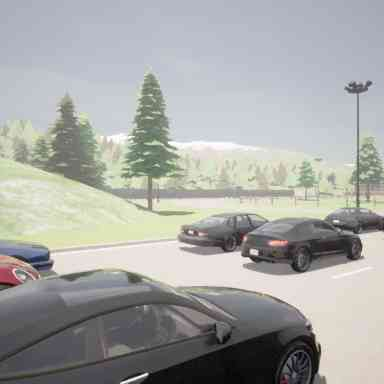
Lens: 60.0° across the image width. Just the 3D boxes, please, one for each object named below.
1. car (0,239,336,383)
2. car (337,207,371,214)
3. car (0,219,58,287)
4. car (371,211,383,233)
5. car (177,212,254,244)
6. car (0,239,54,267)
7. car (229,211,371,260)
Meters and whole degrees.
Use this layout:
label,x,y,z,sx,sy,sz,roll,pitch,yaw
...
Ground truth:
label,x,y,z,sx,sy,sz,roll,pitch,yaw
car,-0.699,1.526,3.259,4.674,1.442,1.812,0,0,-36
car,9.471,1.564,19.265,4.181,1.385,1.994,0,0,-36
car,-6.246,1.547,7.879,5.357,1.411,2.033,0,0,-36
car,11.117,1.492,16.137,4.902,1.511,2.128,0,0,-36
car,1.990,1.547,13.845,5.357,1.411,2.033,0,0,-36
car,-4.584,1.352,4.760,4.553,1.767,2.097,0,0,-36
car,3.608,1.526,10.709,4.674,1.442,1.812,0,0,-36
